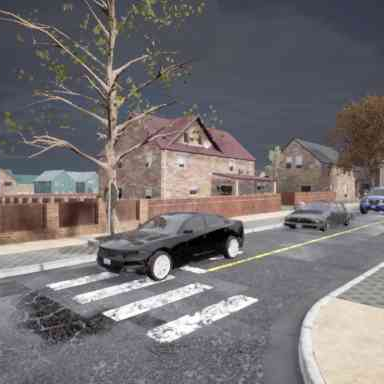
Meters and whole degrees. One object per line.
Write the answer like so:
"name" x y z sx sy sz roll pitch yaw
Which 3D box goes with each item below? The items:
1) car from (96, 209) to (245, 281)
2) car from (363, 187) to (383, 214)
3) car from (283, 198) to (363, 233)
"car" -0.370 1.302 9.669 1.882 1.535 5.008 1 2 40
"car" 14.912 0.652 25.803 2.150 2.045 5.566 1 2 44
"car" 6.885 1.182 17.555 2.033 1.411 5.357 1 2 44
